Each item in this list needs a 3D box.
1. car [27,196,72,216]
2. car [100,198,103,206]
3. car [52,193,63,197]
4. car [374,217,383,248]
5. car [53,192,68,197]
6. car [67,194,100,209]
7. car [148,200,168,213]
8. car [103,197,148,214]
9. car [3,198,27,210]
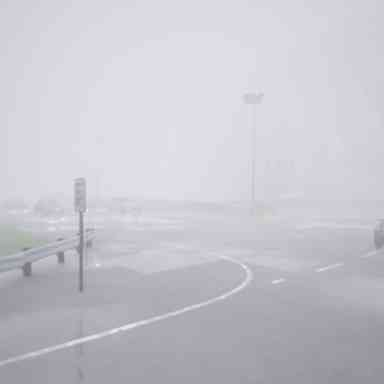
[{"bbox_3d":[-13.721,1.468,31.881,2.128,1.511,4.902,0,0,-41],"label":"car"},{"bbox_3d":[-13.550,1.521,47.783,1.895,1.301,4.718,0,0,-41],"label":"car"},{"bbox_3d":[-23.253,1.362,53.741,2.033,1.411,5.357,0,1,-40],"label":"car"},{"bbox_3d":[8.985,1.567,14.131,1.994,1.385,4.181,0,0,34],"label":"car"},{"bbox_3d":[-23.198,0.988,59.109,2.150,2.045,5.566,0,0,-40],"label":"car"},{"bbox_3d":[-14.115,1.444,43.057,1.837,1.490,4.892,0,1,-41],"label":"car"},{"bbox_3d":[-4.746,1.580,37.563,1.895,1.301,4.718,0,0,-41],"label":"car"},{"bbox_3d":[-7.014,1.334,34.838,2.097,1.767,4.553,0,0,-41],"label":"car"},{"bbox_3d":[-22.110,1.463,41.613,2.033,1.411,5.357,0,1,-41],"label":"car"}]
